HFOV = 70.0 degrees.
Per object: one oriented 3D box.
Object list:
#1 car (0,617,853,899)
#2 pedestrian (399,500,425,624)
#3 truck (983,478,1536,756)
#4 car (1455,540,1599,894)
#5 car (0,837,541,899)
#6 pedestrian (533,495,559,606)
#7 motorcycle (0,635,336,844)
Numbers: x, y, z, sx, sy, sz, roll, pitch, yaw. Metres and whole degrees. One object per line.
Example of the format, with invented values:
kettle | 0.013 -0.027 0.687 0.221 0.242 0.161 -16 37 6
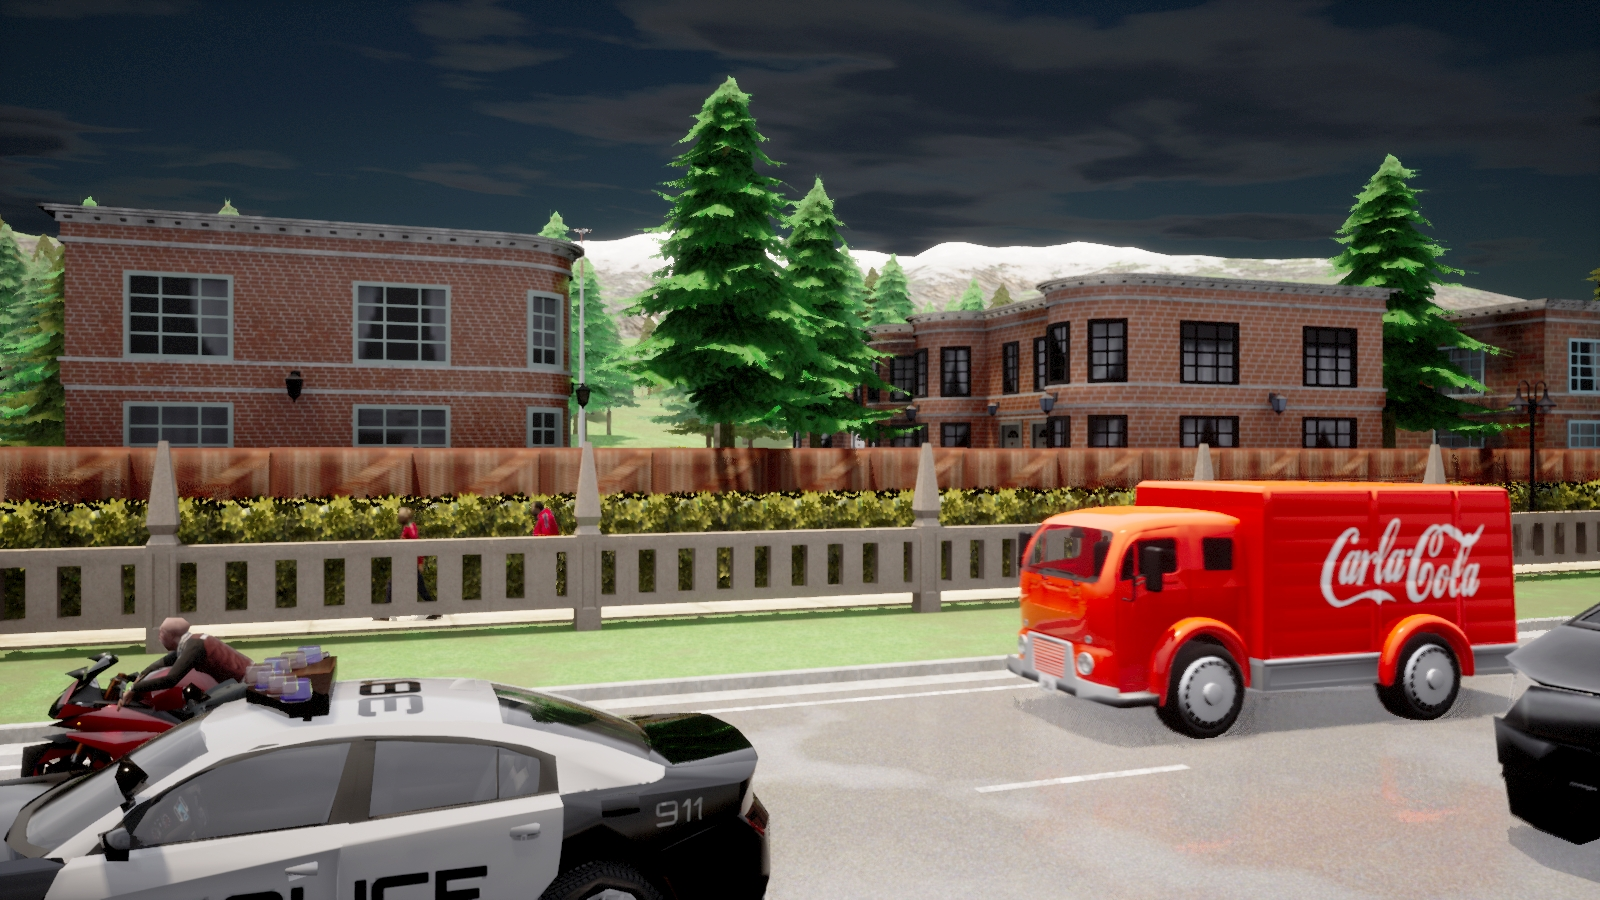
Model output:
car | -2.539 1.983 6.100 5.238 1.638 2.097 0 0 -20
pedestrian | -5.944 1.702 17.491 0.375 1.860 0.375 0 0 -19
truck | 4.968 1.578 12.557 5.204 2.467 2.627 0 0 -20
car | 7.909 1.759 8.559 6.274 2.098 2.390 0 0 -30
car | -2.622 2.065 2.345 4.193 1.474 1.816 0 0 -20
pedestrian | -4.336 1.703 19.519 0.375 1.860 0.375 0 0 -22
motorcycle | -4.855 2.205 8.981 2.209 1.251 0.867 0 0 -20
